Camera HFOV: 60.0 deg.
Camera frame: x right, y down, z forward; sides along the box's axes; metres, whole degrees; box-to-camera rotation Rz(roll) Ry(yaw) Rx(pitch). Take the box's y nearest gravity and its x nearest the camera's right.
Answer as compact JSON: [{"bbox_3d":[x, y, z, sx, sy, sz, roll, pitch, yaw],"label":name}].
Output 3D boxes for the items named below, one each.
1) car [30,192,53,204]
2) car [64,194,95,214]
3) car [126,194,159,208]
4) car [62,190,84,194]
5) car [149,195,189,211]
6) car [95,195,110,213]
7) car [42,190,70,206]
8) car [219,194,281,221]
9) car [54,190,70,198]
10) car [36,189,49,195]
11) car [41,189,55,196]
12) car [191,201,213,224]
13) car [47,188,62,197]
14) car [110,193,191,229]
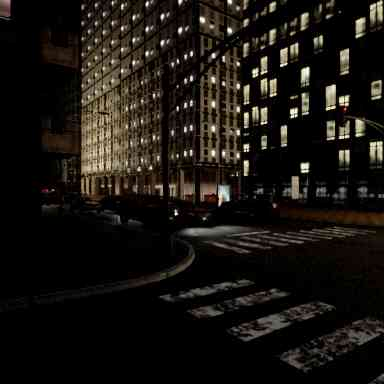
[{"bbox_3d":[-18.925,0.752,41.720,1.802,1.307,4.206,2,0,-36],"label":"car"},{"bbox_3d":[-9.122,1.067,28.278,1.802,1.307,4.206,2,0,-36],"label":"car"},{"bbox_3d":[-5.657,0.966,37.748,1.947,1.339,4.313,1,0,-36],"label":"car"},{"bbox_3d":[-13.227,0.785,38.302,2.128,1.511,4.902,0,1,-36],"label":"car"},{"bbox_3d":[-2.388,1.070,33.266,1.947,1.339,4.313,1,0,-36],"label":"car"},{"bbox_3d":[-6.435,0.988,28.966,1.882,1.535,5.008,0,1,-36],"label":"car"},{"bbox_3d":[-15.657,0.827,37.240,2.008,1.369,4.403,2,0,-36],"label":"car"},{"bbox_3d":[4.155,1.027,24.301,2.192,1.841,5.009,1,0,-36],"label":"car"},{"bbox_3d":[-25.266,0.309,64.641,1.887,1.381,4.507,1,0,-36],"label":"car"},{"bbox_3d":[-35.071,-0.011,78.087,1.887,1.381,4.507,1,0,-36],"label":"car"},{"bbox_3d":[-31.802,0.096,73.605,1.887,1.381,4.507,1,0,-36],"label":"car"},{"bbox_3d":[-0.655,1.220,21.040,1.812,1.442,4.674,0,1,-36],"label":"car"},{"bbox_3d":[-28.531,0.099,69.122,1.967,1.590,4.097,1,0,-36],"label":"car"},{"bbox_3d":[-2.579,1.008,19.315,2.192,1.841,5.009,2,0,-36],"label":"car"}]
